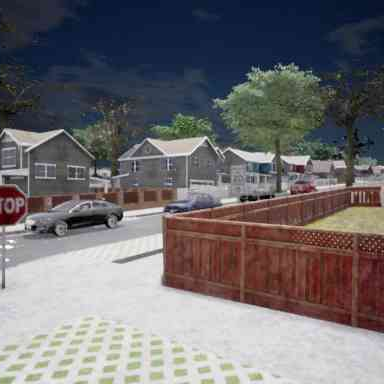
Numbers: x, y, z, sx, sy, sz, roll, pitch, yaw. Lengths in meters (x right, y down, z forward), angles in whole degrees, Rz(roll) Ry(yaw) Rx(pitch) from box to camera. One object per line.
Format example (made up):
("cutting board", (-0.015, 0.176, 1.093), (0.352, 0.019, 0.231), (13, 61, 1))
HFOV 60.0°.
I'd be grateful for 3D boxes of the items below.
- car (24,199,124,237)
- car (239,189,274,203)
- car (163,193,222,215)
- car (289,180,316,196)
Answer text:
("car", (-5.543, 1.142, 16.167), (2.128, 1.511, 4.902), (0, 2, 36))
("car", (6.379, 0.399, 32.749), (1.895, 1.301, 4.718), (0, 3, 36))
("car", (0.192, 0.807, 24.151), (2.033, 1.411, 5.357), (0, 3, 35))
("car", (14.911, -0.624, 44.474), (2.150, 2.045, 5.566), (0, 2, 36))
